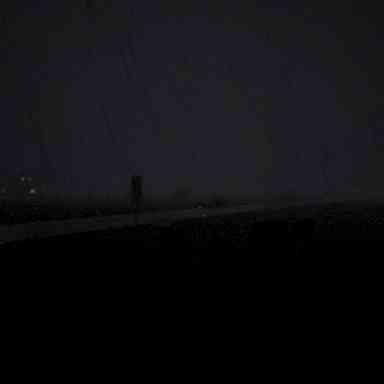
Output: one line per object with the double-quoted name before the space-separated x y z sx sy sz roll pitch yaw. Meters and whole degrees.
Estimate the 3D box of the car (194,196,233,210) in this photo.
"car" 2.452 1.121 36.386 2.033 1.411 5.357 1 1 38

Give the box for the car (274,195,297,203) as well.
"car" 14.257 1.054 50.724 1.895 1.301 4.718 1 1 41
